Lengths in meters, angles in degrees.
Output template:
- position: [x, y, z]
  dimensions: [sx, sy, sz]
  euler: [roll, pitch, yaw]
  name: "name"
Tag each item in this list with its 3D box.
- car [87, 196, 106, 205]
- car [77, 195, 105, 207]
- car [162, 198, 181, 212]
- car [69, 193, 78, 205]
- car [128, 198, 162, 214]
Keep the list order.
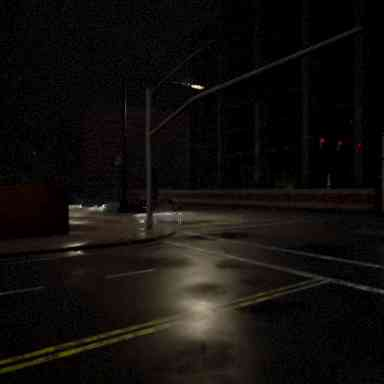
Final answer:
- position: [-16.561, 1.495, 57.499]
  dimensions: [1.994, 1.385, 4.181]
  euler: [0, 0, -34]
  name: "car"
- position: [-14.740, 1.491, 48.852]
  dimensions: [2.033, 1.411, 5.357]
  euler: [0, 0, -35]
  name: "car"
- position: [-3.064, 1.456, 38.027]
  dimensions: [1.812, 1.442, 4.674]
  euler: [0, 0, -35]
  name: "car"
- position: [-20.810, 1.166, 57.515]
  dimensions: [2.150, 2.045, 5.566]
  euler: [0, 0, -35]
  name: "car"
- position: [-5.495, 1.447, 35.395]
  dimensions: [1.837, 1.490, 4.892]
  euler: [0, 0, -35]
  name: "car"
